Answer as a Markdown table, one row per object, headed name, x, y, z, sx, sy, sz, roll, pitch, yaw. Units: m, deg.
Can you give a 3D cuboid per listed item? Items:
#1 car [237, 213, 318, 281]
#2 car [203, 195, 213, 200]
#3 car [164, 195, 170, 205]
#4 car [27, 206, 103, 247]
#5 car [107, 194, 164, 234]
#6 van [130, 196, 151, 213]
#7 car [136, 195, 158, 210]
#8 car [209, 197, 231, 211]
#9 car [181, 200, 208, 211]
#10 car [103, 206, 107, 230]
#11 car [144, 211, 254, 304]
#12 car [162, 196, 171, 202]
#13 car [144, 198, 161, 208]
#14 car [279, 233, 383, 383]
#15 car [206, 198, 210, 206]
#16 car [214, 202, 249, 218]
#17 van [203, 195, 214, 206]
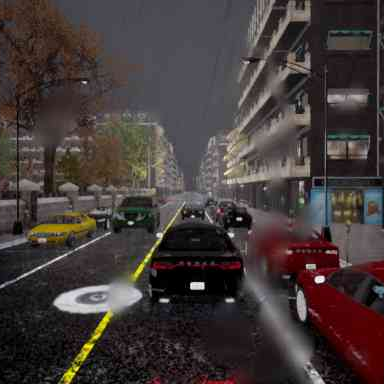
| name | x | y | z | sx | sy | sz | roll | pitch | yaw |
| --- | --- | --- | --- | --- | --- | --- | --- | --- | --- |
| car | 2.677 | 1.544 | 9.727 | 1.887 | 1.381 | 4.507 | 0 | 0 | 0 |
| car | 2.643 | 1.574 | 48.473 | 1.947 | 1.339 | 4.313 | 0 | 0 | 0 |
| car | -5.749 | 1.327 | 59.536 | 2.192 | 1.841 | 5.009 | 0 | 0 | 0 |
| car | -5.708 | 1.525 | 15.084 | 1.752 | 1.417 | 4.829 | 0 | 0 | 0 |
| car | -3.120 | 1.222 | 19.680 | 2.150 | 2.045 | 5.566 | 0 | 0 | 0 |
| van | -5.729 | 1.345 | 37.394 | 1.690 | 1.788 | 3.998 | 0 | 0 | 0 |
| car | -5.735 | 1.321 | 42.930 | 2.192 | 1.841 | 5.009 | 0 | 0 | 0 |
| car | 2.661 | 1.442 | 26.333 | 1.967 | 1.590 | 4.097 | 0 | 0 | 0 |
| car | 0.075 | 1.603 | 27.944 | 1.895 | 1.301 | 4.718 | 0 | 0 | 0 |
| car | -5.713 | 1.551 | 20.790 | 2.008 | 1.369 | 4.403 | 0 | 0 | 0 |
| car | 0.089 | 1.477 | 8.245 | 1.882 | 1.535 | 5.008 | 0 | 0 | 0 |
| car | -5.762 | 1.602 | 76.141 | 1.802 | 1.307 | 4.206 | 0 | 0 | 0 |
| car | -5.738 | 1.558 | 48.465 | 2.008 | 1.369 | 4.403 | 0 | 0 | 0 |
| car | 2.682 | 1.544 | 4.192 | 1.887 | 1.381 | 4.507 | 0 | 0 | 0 |
| car | 2.657 | 1.569 | 31.868 | 1.947 | 1.339 | 4.313 | 0 | 0 | 0 |
| car | 2.667 | 1.567 | 20.798 | 1.947 | 1.339 | 4.313 | 0 | 0 | 0 |
| van | 2.636 | 1.351 | 54.009 | 1.690 | 1.788 | 3.998 | 0 | 0 | 0 |
